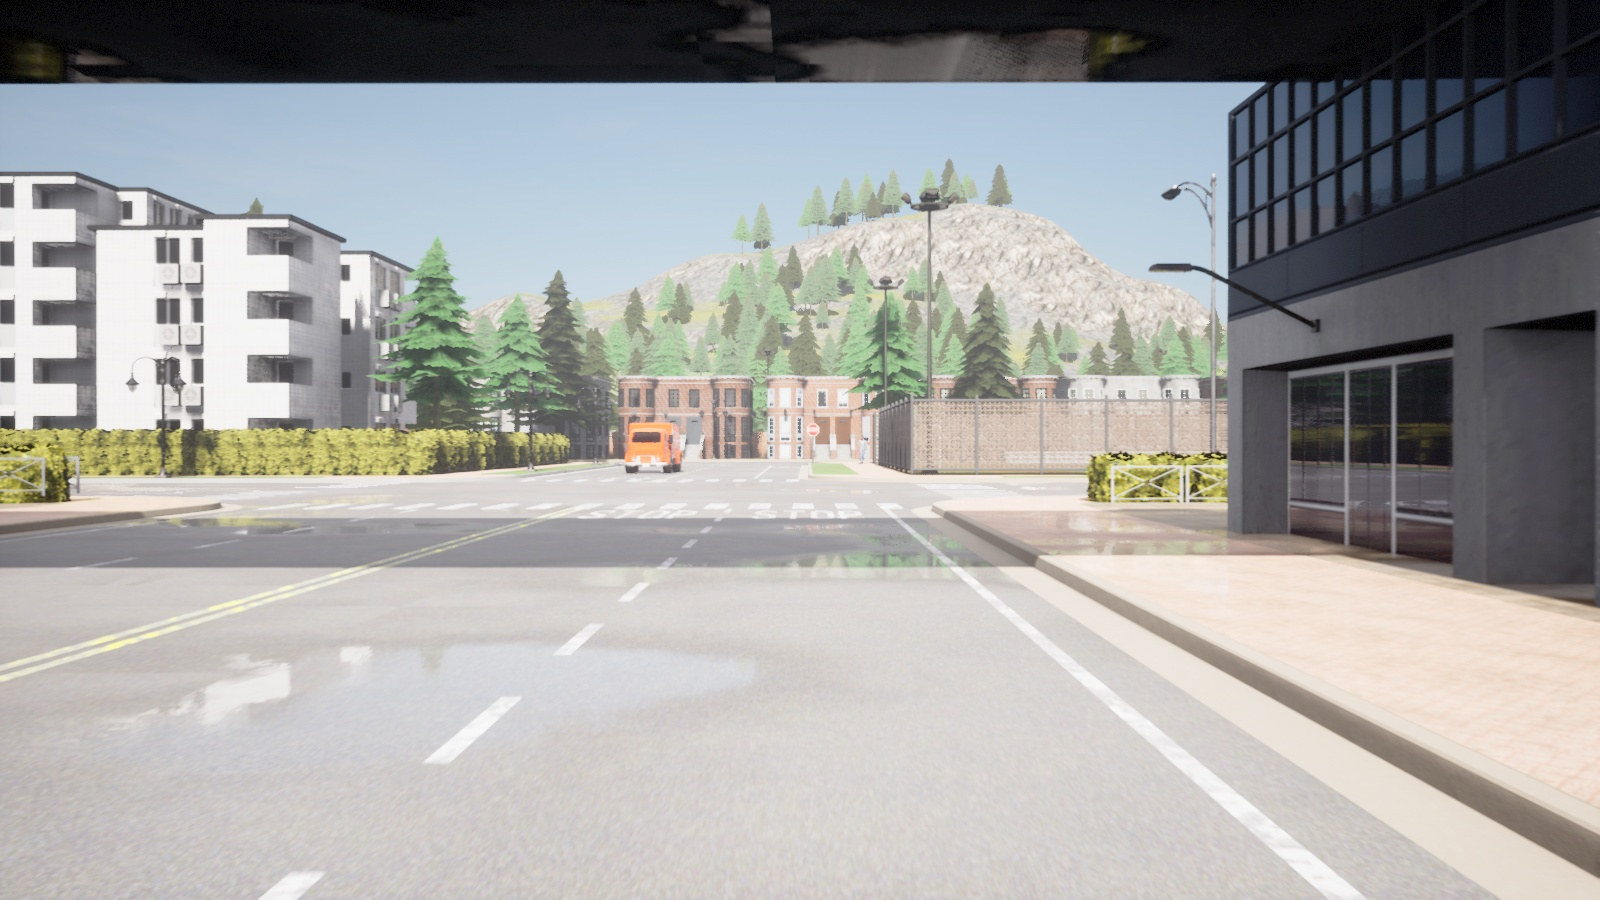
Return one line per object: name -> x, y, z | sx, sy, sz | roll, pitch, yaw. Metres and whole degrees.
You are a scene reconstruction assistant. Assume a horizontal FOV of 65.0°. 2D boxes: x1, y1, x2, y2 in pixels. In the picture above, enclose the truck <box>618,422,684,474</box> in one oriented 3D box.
truck -> -7.289, -0.112, 61.894 | 2.627, 2.467, 5.204 | 0, 0, 0
